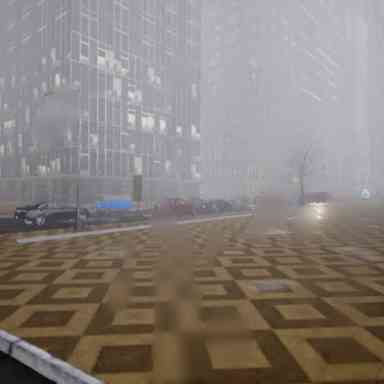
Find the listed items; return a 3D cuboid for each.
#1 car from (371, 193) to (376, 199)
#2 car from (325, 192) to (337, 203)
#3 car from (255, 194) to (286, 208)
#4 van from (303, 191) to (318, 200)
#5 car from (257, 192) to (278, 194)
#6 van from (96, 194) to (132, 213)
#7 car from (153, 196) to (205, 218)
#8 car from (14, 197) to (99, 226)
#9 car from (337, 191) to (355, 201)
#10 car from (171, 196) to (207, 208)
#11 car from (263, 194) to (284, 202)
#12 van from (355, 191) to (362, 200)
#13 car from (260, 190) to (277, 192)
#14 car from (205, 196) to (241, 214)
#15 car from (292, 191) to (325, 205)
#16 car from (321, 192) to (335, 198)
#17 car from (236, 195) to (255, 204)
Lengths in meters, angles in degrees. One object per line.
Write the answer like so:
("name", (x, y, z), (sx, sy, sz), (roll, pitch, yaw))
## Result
("car", (39.233, 0.840, 74.867), (2.008, 1.369, 4.403), (1, 1, 40))
("car", (20.805, 0.830, 53.197), (2.192, 1.841, 5.009), (1, 1, 40))
("car", (9.747, 1.234, 40.201), (1.802, 1.307, 4.206), (1, 1, 40))
("van", (25.492, 0.681, 71.642), (1.690, 1.788, 3.998), (1, 1, 40))
("car", (11.283, 1.087, 46.080), (2.128, 1.511, 4.902), (0, 1, 41))
("van", (-7.772, 1.091, 32.722), (1.690, 1.788, 3.998), (1, 1, 40))
("car", (-1.216, 1.230, 27.122), (1.967, 1.590, 4.097), (1, 1, 40))
("car", (-9.137, 1.340, 22.161), (2.128, 1.511, 4.902), (0, 1, 40))
("car", (28.286, 0.948, 61.996), (1.752, 1.417, 4.829), (1, 1, 40))
("car", (-0.317, 1.203, 41.319), (1.887, 1.381, 4.507), (1, 1, 40))
("car", (14.433, 1.042, 58.645), (1.947, 1.339, 4.313), (1, 1, 40))
("van", (35.549, 0.675, 70.531), (1.690, 1.788, 3.998), (1, 1, 40))
("car", (11.365, 0.773, 50.893), (2.150, 2.045, 5.566), (0, 1, 40))
("car", (2.426, 1.310, 31.493), (1.947, 1.339, 4.313), (1, 1, 40))
("car", (17.119, 0.876, 48.864), (2.192, 1.841, 5.009), (1, 1, 40))
("car", (32.862, 0.816, 80.313), (1.947, 1.339, 4.313), (1, 1, 40))
("car", (7.060, 1.133, 49.978), (1.947, 1.339, 4.313), (1, 1, 40))
